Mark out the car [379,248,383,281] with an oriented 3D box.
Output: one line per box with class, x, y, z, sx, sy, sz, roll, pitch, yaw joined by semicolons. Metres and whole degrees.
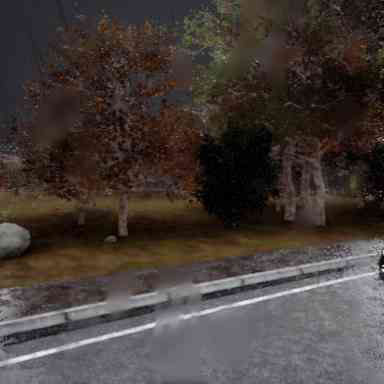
car;6.554;1.293;7.884;4.553;1.767;2.097;0;1;-30
